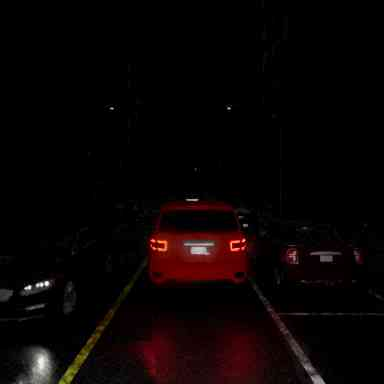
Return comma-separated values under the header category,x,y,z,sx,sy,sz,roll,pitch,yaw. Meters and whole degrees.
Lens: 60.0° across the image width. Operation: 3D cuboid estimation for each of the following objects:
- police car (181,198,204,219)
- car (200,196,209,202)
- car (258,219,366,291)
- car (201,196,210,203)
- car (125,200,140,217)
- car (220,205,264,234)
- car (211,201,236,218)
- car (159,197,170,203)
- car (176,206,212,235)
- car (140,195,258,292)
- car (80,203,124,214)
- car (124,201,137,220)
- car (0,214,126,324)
category,x,y,z,sx,sy,sz,roll,pitch,yaw
police car,0.015,1.428,30.127,1.930,1.638,5.238,0,0,0
car,2.948,1.617,78.922,2.008,1.369,4.403,0,0,0
car,2.858,1.440,9.009,1.967,1.590,4.097,0,0,0
car,2.935,1.580,73.684,1.752,1.417,4.829,0,0,0
car,-5.656,1.444,31.019,1.967,1.590,4.097,0,0,0
car,2.864,1.552,20.012,2.008,1.369,4.403,0,0,0
car,2.870,1.569,31.014,1.947,1.339,4.313,0,0,0
car,-5.602,1.626,68.122,1.802,1.307,4.206,0,0,0
car,0.109,1.602,19.863,1.895,1.301,4.718,0,0,0
car,0.108,1.221,9.093,2.150,2.045,5.566,0,0,-1
car,-5.661,1.567,20.016,1.947,1.339,4.313,0,0,0
car,-5.659,1.584,25.517,1.802,1.307,4.206,0,0,0
car,-3.097,1.491,7.448,2.128,1.511,4.902,0,0,0
